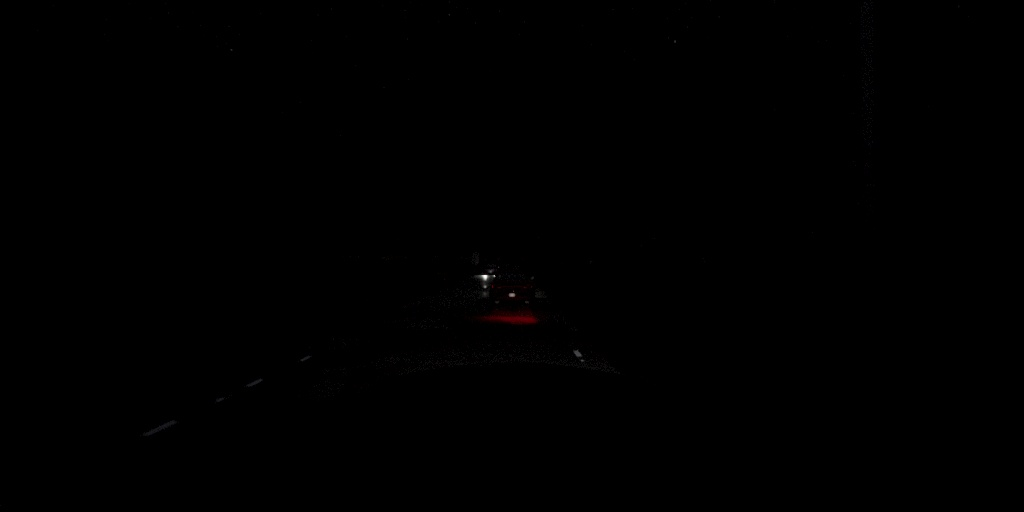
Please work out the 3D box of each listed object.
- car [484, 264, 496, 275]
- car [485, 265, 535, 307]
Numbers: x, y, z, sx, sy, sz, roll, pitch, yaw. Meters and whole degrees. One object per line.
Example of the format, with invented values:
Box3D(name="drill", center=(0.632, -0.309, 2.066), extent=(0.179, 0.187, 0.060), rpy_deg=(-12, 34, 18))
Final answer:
Box3D(name="car", center=(-2.725, 1.781, 48.226), extent=(1.812, 1.442, 4.674), rpy_deg=(0, -1, 0))
Box3D(name="car", center=(0.017, 1.372, 16.333), extent=(1.882, 1.535, 5.008), rpy_deg=(0, 0, 0))
